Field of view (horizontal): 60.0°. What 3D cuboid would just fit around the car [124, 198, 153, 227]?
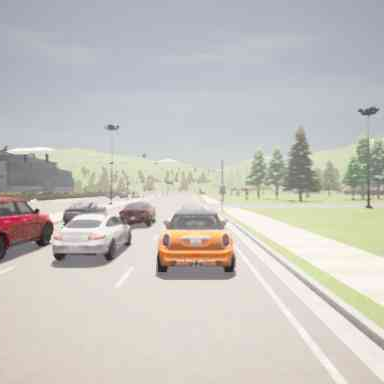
[{"bbox_3d":[-3.494,1.392,22.204,1.882,1.535,5.008,0,0,0],"label":"car"}]

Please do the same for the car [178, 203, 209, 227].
[{"bbox_3d":[0.063,1.512,23.065,1.895,1.301,4.718,0,0,0],"label":"car"}]

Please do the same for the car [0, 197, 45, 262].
[{"bbox_3d":[-6.932,1.176,11.708,2.150,2.045,5.566,0,0,1],"label":"car"}]

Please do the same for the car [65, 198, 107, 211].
[{"bbox_3d":[-6.993,1.406,22.223,2.128,1.511,4.902,0,0,0],"label":"car"}]

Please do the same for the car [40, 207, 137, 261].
[{"bbox_3d":[-3.425,1.479,12.022,1.812,1.442,4.674,0,0,1],"label":"car"}]

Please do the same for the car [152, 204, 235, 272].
[{"bbox_3d":[0.102,1.309,10.741,2.097,1.767,4.553,0,0,0],"label":"car"}]
